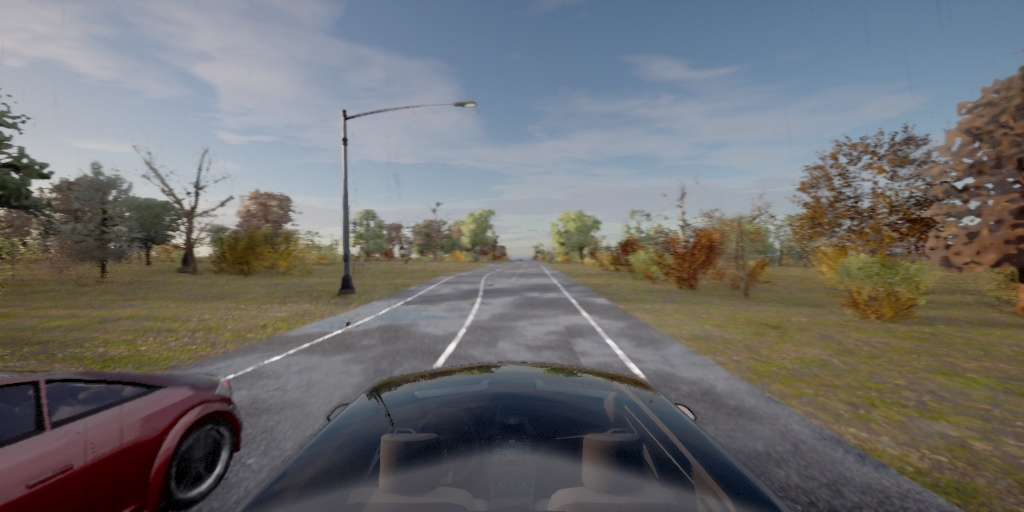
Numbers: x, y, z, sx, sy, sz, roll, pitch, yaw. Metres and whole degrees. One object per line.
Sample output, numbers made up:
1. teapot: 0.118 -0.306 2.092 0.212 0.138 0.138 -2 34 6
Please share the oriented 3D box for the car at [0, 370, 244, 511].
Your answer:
1. car: -3.583 1.385 1.643 1.994 1.385 4.181 -1 0 3
